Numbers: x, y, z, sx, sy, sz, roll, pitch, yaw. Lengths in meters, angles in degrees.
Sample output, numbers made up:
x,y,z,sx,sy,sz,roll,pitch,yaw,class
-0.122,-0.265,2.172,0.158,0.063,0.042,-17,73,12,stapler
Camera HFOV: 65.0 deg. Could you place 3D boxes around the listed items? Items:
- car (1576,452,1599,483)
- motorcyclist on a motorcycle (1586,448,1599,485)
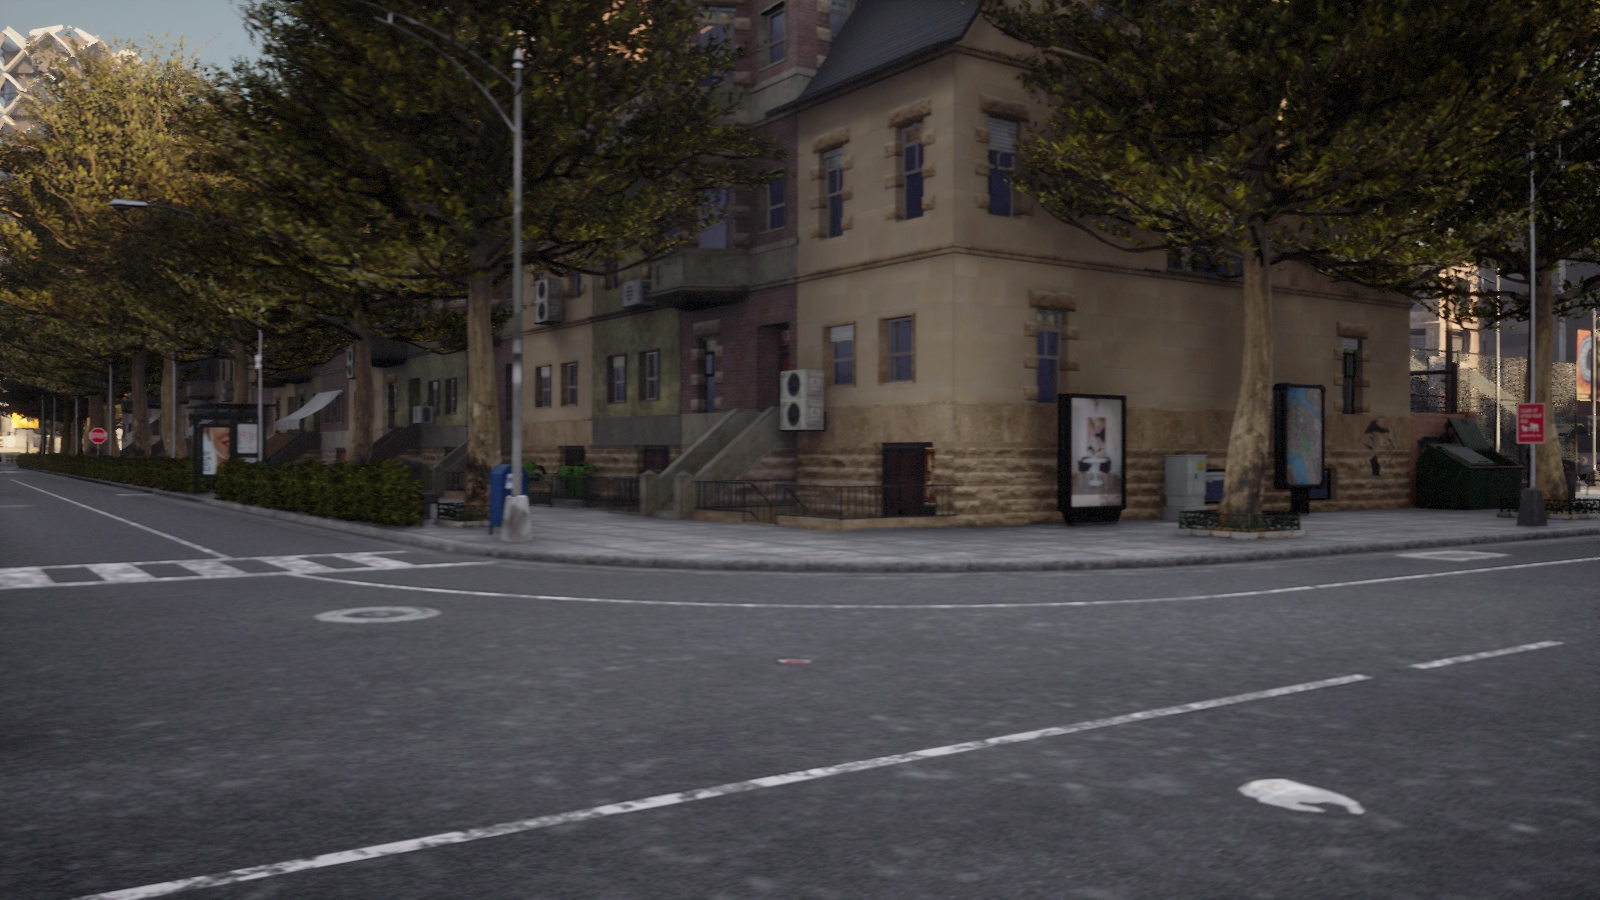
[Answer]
x,y,z,sx,sy,sz,roll,pitch,yaw,class
38.986,0.820,58.732,1.816,1.474,4.193,0,0,-34,car
36.553,0.755,56.112,0.766,1.649,2.350,0,0,-34,motorcyclist on a motorcycle
